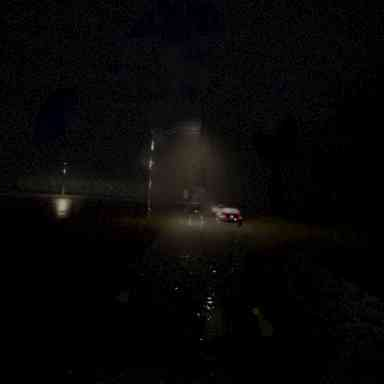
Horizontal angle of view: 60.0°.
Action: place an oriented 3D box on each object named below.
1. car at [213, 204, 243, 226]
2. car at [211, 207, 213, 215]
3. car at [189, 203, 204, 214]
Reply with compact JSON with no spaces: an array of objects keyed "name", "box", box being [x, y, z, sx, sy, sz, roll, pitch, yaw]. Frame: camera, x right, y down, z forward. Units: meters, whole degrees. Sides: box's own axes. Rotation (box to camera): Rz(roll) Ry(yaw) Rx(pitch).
[{"name":"car","box":[3.164,2.016,28.413,2.033,1.411,5.357,3,-1,1]},{"name":"car","box":[3.365,2.177,40.821,1.895,1.301,4.718,3,0,1]},{"name":"car","box":[0.573,2.032,41.848,1.895,1.301,4.718,3,0,1]}]
